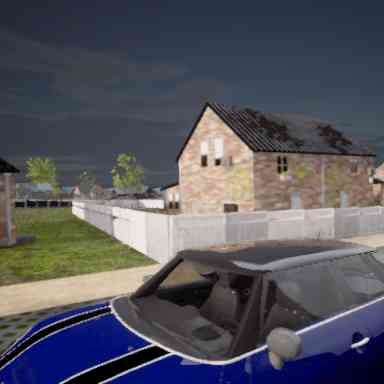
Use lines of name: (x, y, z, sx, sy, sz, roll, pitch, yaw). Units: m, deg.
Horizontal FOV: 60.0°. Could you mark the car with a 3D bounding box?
car: (0.429, 1.358, 3.356, 4.553, 1.767, 2.097, 0, 0, -35)
